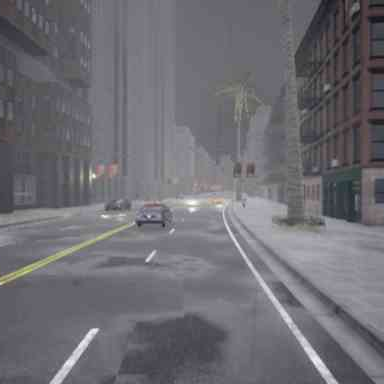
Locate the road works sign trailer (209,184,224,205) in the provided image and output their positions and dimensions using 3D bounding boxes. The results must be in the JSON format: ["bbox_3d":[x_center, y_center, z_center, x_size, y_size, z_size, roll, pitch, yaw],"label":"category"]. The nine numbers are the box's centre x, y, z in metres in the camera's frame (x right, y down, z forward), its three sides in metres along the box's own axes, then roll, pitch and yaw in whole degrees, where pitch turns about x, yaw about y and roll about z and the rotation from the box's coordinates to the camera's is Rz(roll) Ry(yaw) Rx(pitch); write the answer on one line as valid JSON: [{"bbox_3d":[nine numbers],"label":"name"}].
[{"bbox_3d":[4.210,0.356,56.723,2.380,3.560,2.880,0,0,7],"label":"road works sign trailer"}]

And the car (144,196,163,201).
[{"bbox_3d":[-4.510,1.288,39.226,2.097,1.767,4.553,0,0,6],"label":"car"}]

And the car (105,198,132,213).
[{"bbox_3d":[-8.032,1.418,36.640,1.882,1.535,5.008,0,0,6],"label":"car"}]

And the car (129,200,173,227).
[{"bbox_3d":[-2.430,1.514,22.446,2.033,1.411,5.357,0,0,3],"label":"car"}]

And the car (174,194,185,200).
[{"bbox_3d":[-2.888,1.125,77.573,1.882,1.535,5.008,0,0,7],"label":"car"}]
